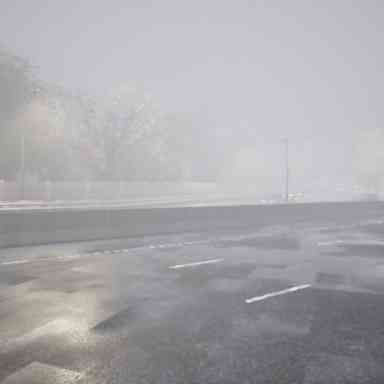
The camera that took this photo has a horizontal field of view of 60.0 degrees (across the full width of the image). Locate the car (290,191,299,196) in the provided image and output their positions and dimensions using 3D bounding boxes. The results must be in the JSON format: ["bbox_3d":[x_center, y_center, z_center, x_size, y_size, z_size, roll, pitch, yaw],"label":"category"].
[{"bbox_3d":[23.964,0.465,77.902,1.994,1.385,4.181,0,2,33],"label":"car"}]

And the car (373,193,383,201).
[{"bbox_3d":[30.743,1.327,51.609,4.553,1.767,2.097,0,0,-35],"label":"car"}]

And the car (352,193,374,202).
[{"bbox_3d":[28.534,1.195,54.324,5.566,2.045,2.150,0,0,-35],"label":"car"}]

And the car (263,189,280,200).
[{"bbox_3d":[15.538,0.531,64.580,2.150,2.045,5.566,0,1,31],"label":"car"}]
